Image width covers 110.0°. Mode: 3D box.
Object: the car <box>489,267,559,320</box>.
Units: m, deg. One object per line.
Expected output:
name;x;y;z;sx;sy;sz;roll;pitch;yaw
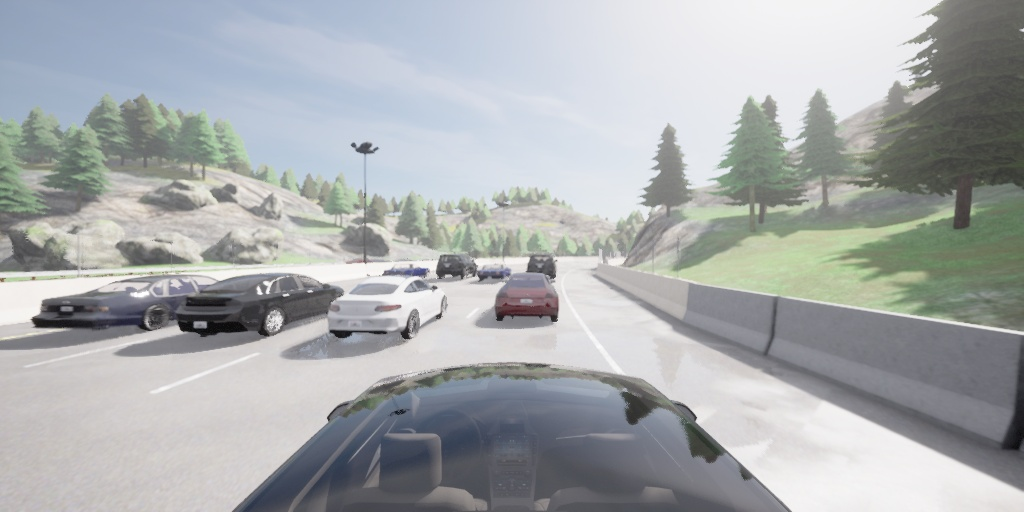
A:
car;0.561;1.270;12.420;1.994;1.385;4.181;0;0;4

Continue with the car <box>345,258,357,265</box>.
car;-23.959;0.990;56.149;1.882;1.535;5.008;0;0;16

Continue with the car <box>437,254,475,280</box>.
car;-4.474;0.853;29.828;2.150;2.045;5.566;0;0;9

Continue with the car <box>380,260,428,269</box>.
car;-8.223;1.235;28.494;1.895;1.301;4.718;0;0;9

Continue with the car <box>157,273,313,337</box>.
car;-6.609;1.218;10.200;1.837;1.490;4.892;0;1;4

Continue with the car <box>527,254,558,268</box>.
car;2.493;0.859;29.111;2.150;2.045;5.566;0;0;9

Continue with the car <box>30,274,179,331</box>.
car;-10.090;1.256;10.771;2.033;1.411;5.357;0;0;4

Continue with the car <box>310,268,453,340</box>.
car;-3.134;1.240;9.795;1.812;1.442;4.674;0;0;4

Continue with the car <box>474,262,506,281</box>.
car;-1.246;1.241;27.817;1.895;1.301;4.718;0;0;9

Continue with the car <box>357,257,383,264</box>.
car;-20.693;1.066;54.927;2.033;1.411;5.357;0;0;16

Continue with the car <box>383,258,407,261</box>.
car;-16.942;1.066;55.300;2.033;1.411;5.357;0;0;16
